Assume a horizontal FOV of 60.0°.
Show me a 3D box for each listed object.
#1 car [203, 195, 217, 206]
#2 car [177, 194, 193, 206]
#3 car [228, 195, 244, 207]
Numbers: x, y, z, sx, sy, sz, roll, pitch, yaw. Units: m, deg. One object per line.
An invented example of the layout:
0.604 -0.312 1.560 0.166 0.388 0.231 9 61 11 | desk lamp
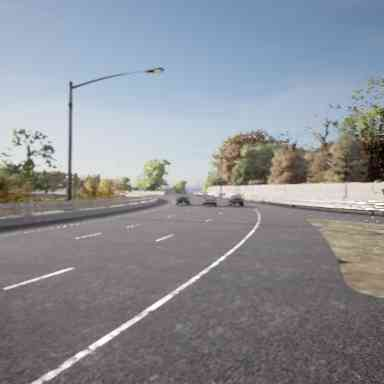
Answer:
2.436 1.152 44.469 2.033 1.411 5.357 1 1 3 | car
-1.070 1.053 45.981 1.837 1.490 4.892 1 1 2 | car
5.841 1.155 43.952 1.837 1.490 4.892 1 1 4 | car
